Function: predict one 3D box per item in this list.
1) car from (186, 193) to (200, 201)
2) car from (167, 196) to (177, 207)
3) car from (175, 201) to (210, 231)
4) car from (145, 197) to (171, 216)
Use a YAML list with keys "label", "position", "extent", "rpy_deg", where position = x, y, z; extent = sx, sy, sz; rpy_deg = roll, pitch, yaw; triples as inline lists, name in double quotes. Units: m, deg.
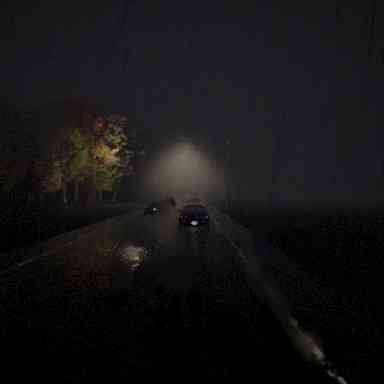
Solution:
- label: "car"
  position: [0.158, 1.109, 59.563]
  extent: [2.150, 2.045, 5.566]
  rpy_deg: [0, 0, 0]
- label: "car"
  position: [-3.351, 1.412, 50.276]
  extent: [1.837, 1.490, 4.892]
  rpy_deg: [0, 1, 0]
- label: "car"
  position: [0.117, 1.495, 20.320]
  extent: [1.812, 1.442, 4.674]
  rpy_deg: [0, 0, 0]
- label: "car"
  position: [-3.370, 1.506, 32.052]
  extent: [1.994, 1.385, 4.181]
  rpy_deg: [0, 0, 0]
